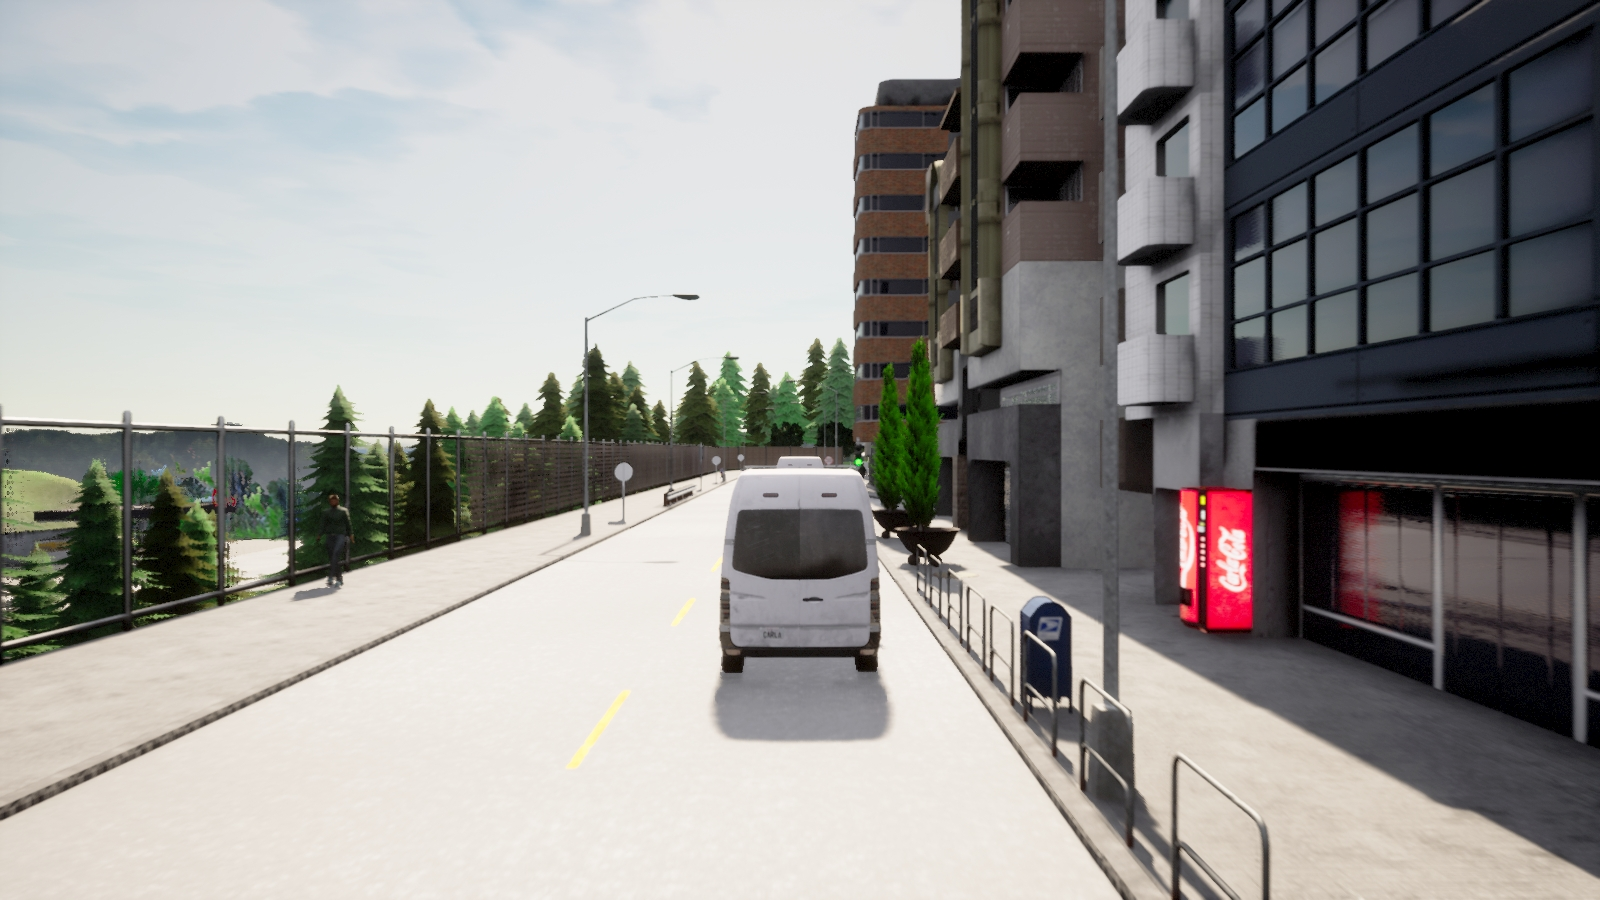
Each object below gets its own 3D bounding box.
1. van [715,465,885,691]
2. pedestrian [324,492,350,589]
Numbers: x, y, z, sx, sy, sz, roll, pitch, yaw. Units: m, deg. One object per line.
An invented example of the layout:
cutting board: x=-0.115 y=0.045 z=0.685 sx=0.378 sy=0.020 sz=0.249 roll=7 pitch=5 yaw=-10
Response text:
van: x=-0.005 y=1.535 z=16.304 sx=1.988 sy=2.561 sz=5.915 roll=0 pitch=0 yaw=0
pedestrian: x=-9.011 y=1.746 z=22.244 sx=0.375 sy=1.860 sz=0.375 roll=0 pitch=0 yaw=-2
